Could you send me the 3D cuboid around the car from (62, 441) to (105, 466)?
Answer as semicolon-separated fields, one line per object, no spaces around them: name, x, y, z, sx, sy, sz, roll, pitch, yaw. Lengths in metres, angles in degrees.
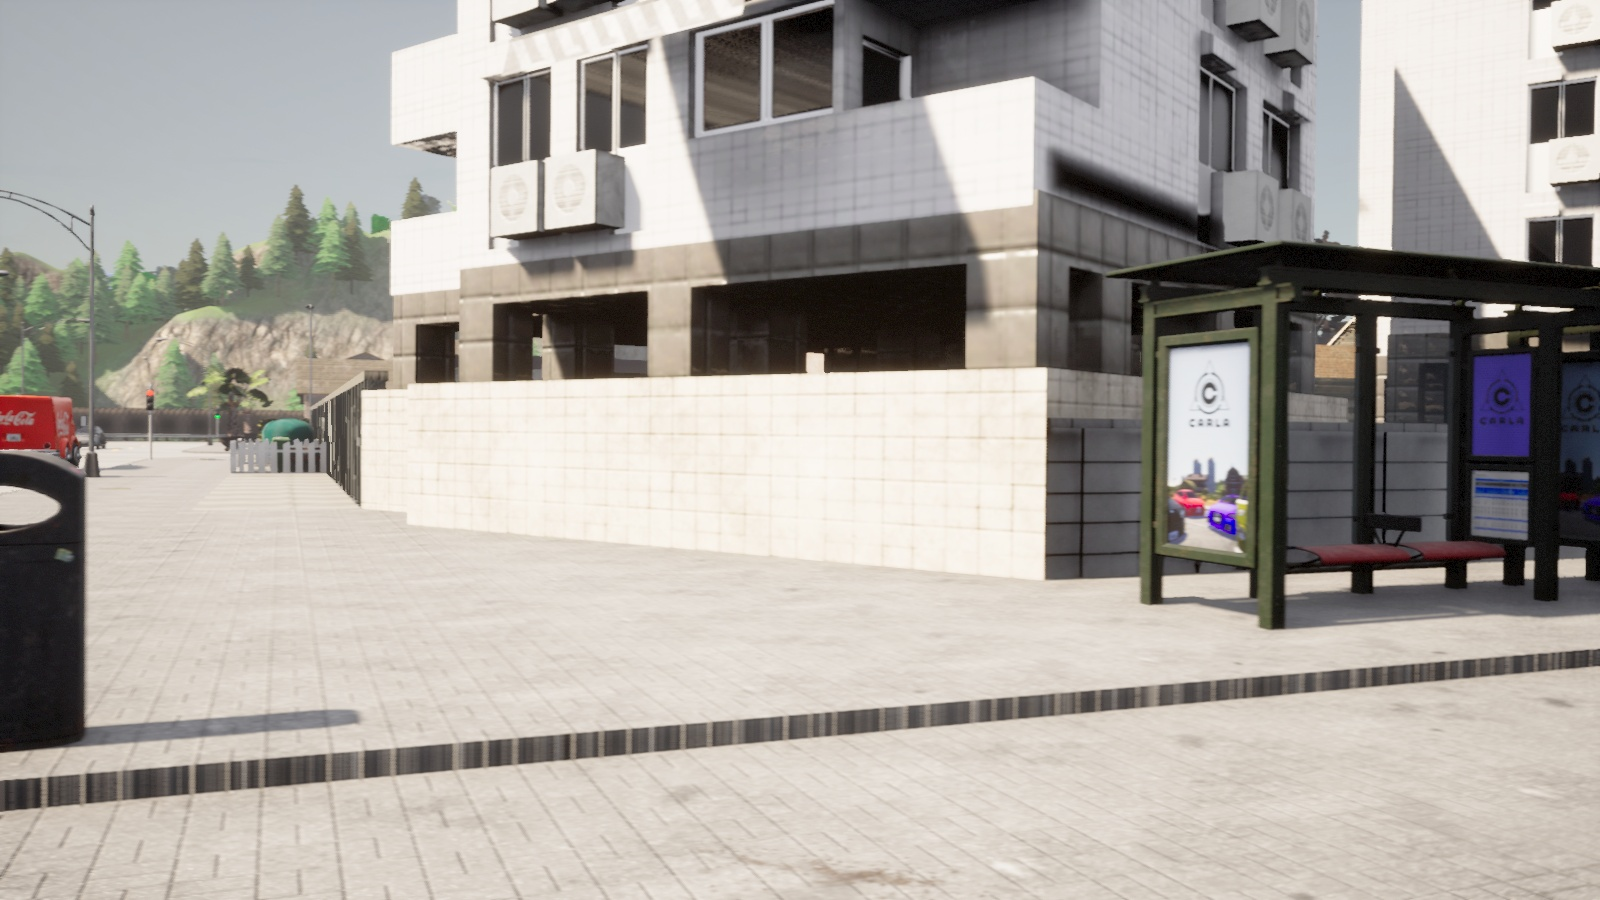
car;-45.534;0.218;79.892;1.845;1.501;3.633;-1;1;-22

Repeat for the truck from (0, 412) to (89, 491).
truck;-25.491;0.024;41.541;2.627;2.467;5.204;-1;1;-21

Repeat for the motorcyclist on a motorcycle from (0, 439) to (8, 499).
motorcyclist on a motorcycle;-22.148;0.529;33.961;0.766;1.649;2.350;-1;1;-21
